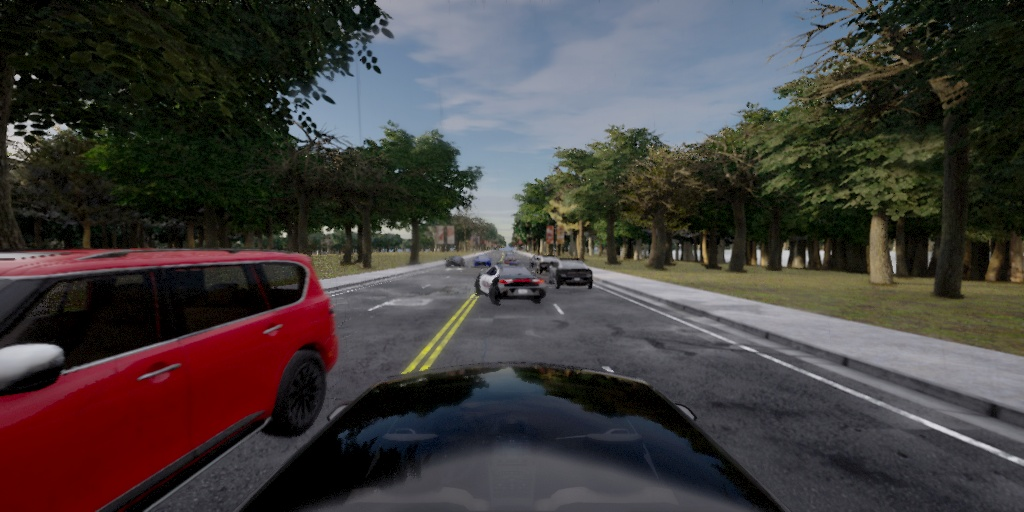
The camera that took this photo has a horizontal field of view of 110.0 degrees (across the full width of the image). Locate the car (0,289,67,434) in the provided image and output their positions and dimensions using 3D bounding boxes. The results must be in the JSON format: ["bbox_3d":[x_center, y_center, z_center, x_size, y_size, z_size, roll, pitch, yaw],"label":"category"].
[{"bbox_3d":[-6.601,1.223,2.048,1.882,1.535,5.008,0,1,0],"label":"car"}]

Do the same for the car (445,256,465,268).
[{"bbox_3d":[-6.733,0.667,43.143,2.033,1.411,5.357,0,1,0],"label":"car"}]

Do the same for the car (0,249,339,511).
[{"bbox_3d":[-3.351,0.961,2.467,2.150,2.045,5.566,0,1,0],"label":"car"}]

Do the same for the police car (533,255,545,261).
[{"bbox_3d":[3.187,0.735,31.378,1.930,1.638,5.238,0,1,0],"label":"police car"}]

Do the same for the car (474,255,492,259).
[{"bbox_3d":[-3.482,0.594,43.338,1.882,1.535,5.008,0,1,0],"label":"car"}]

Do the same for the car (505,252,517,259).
[{"bbox_3d":[-0.210,0.427,56.739,2.033,1.411,5.357,0,1,0],"label":"car"}]

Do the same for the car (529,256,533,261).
[{"bbox_3d":[3.121,0.625,42.278,2.128,1.511,4.902,0,1,0],"label":"car"}]

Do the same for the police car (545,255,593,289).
[{"bbox_3d":[3.231,0.907,20.369,1.930,1.638,5.238,0,1,0],"label":"police car"}]

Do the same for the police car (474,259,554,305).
[{"bbox_3d":[-0.248,1.064,15.148,2.038,1.542,4.974,1,0,-16],"label":"police car"}]
